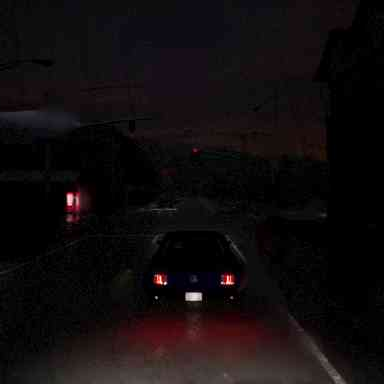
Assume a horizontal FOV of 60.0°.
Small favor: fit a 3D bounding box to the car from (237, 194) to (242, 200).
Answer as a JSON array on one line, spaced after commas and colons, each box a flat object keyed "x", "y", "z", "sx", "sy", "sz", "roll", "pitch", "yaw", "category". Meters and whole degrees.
[{"x": 13.881, "y": 1.389, "z": 88.901, "sx": 3.633, "sy": 1.501, "sz": 1.845, "roll": 0, "pitch": 0, "yaw": 0, "category": "car"}]

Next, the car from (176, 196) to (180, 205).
[{"x": -3.585, "y": 1.505, "z": 57.367, "sx": 1.837, "sy": 1.490, "sz": 4.892, "roll": 0, "pitch": 0, "yaw": 0, "category": "car"}]

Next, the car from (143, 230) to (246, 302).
[{"x": 0.057, "y": 1.601, "z": 8.225, "sx": 1.895, "sy": 1.301, "sz": 4.718, "roll": 0, "pitch": 0, "yaw": 1, "category": "car"}]

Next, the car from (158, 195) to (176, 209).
[{"x": -3.596, "y": 1.505, "z": 46.505, "sx": 1.837, "sy": 1.490, "sz": 4.892, "roll": 0, "pitch": 0, "yaw": 0, "category": "car"}]

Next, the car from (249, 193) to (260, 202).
[{"x": 14.160, "y": 1.092, "z": 67.411, "sx": 3.866, "sy": 1.878, "sz": 1.905, "roll": 0, "pitch": 0, "yaw": 0, "category": "car"}]

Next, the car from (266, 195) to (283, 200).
[{"x": 21.302, "y": 1.399, "z": 85.922, "sx": 3.806, "sy": 1.475, "sz": 1.970, "roll": 0, "pitch": 0, "yaw": 0, "category": "car"}]

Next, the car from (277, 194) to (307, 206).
[{"x": 14.486, "y": 1.248, "z": 48.200, "sx": 3.806, "sy": 1.475, "sz": 1.970, "roll": 0, "pitch": 0, "yaw": 0, "category": "car"}]

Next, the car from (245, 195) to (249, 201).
[{"x": 13.747, "y": 1.113, "z": 70.317, "sx": 4.605, "sy": 1.855, "sz": 1.932, "roll": 0, "pitch": 0, "yaw": 0, "category": "car"}]

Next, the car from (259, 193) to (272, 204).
[{"x": 14.162, "y": 1.169, "z": 54.617, "sx": 5.027, "sy": 1.636, "sz": 2.152, "roll": 0, "pitch": 0, "yaw": 0, "category": "car"}]

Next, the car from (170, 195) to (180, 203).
[{"x": -3.504, "y": 1.478, "z": 69.832, "sx": 1.882, "sy": 1.535, "sz": 5.008, "roll": 0, "pitch": 0, "yaw": 0, "category": "car"}]
